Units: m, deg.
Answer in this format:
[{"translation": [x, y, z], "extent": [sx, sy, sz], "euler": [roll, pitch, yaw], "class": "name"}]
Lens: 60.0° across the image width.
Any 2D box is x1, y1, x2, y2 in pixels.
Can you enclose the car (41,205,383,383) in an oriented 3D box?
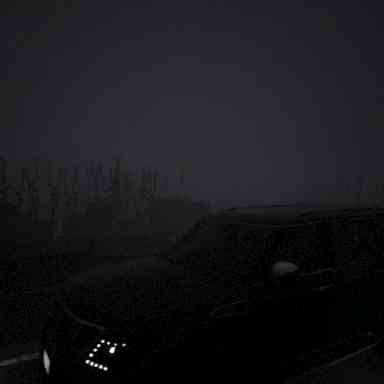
[{"translation": [1.006, 1.237, 4.548], "extent": [5.566, 2.045, 2.150], "euler": [0, 0, -31], "class": "car"}]
